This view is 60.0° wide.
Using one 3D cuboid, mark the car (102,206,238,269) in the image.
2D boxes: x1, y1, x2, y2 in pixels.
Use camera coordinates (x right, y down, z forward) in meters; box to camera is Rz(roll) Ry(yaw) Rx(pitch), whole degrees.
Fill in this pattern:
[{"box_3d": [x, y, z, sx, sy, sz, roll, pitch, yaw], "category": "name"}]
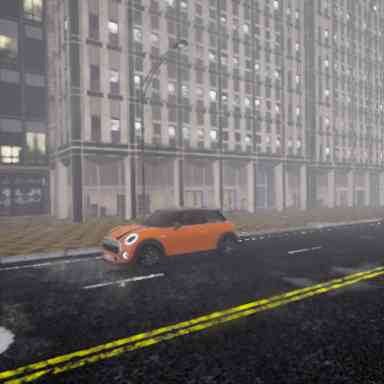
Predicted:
[{"box_3d": [-0.653, 1.323, 11.193, 4.553, 1.767, 2.097, 0, 0, -35], "category": "car"}]
